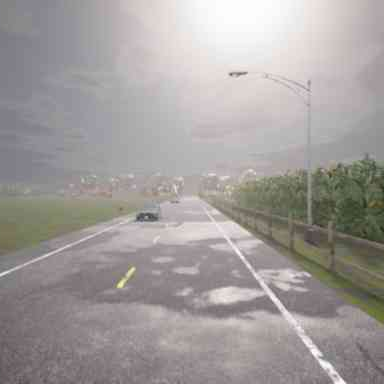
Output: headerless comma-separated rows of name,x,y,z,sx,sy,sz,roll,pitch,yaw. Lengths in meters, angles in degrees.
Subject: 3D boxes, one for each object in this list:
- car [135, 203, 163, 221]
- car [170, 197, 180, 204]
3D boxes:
car,-3.589,1.640,28.701,2.033,1.411,5.357,0,0,0
car,-3.474,1.752,69.208,2.033,1.411,5.357,0,0,0
